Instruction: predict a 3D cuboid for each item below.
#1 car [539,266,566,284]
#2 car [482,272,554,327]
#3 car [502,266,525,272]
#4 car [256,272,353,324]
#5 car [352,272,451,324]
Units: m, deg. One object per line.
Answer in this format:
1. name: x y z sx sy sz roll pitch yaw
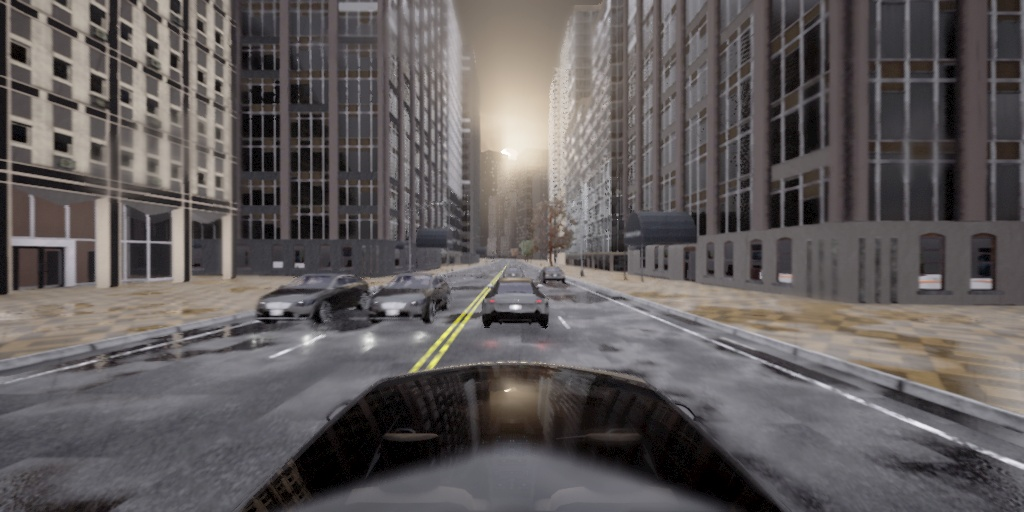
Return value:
1. car: 3.336 1.557 30.180 2.033 1.411 5.357 0 0 0
2. car: 0.099 1.409 11.931 1.994 1.385 4.181 0 -1 0
3. car: 0.106 1.560 30.530 2.033 1.411 5.357 0 0 0
4. car: -6.601 1.343 12.507 2.128 1.511 4.902 0 -1 0
5. car: -3.351 1.343 12.514 2.128 1.511 4.902 0 -1 0
